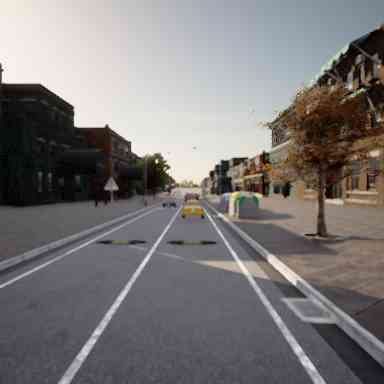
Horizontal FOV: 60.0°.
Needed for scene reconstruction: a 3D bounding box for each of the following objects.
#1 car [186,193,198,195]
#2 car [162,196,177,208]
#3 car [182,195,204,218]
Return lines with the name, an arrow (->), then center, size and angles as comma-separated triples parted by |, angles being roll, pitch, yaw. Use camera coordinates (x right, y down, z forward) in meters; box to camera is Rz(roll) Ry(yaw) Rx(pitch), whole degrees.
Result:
car -> 0.025, 1.093, 46.731 | 2.150, 2.045, 5.566 | 0, 1, 0
car -> -3.079, 1.374, 45.693 | 1.837, 1.490, 4.892 | 0, 0, 0
car -> 0.093, 1.367, 28.915 | 1.801, 1.575, 5.366 | 0, 0, 0
